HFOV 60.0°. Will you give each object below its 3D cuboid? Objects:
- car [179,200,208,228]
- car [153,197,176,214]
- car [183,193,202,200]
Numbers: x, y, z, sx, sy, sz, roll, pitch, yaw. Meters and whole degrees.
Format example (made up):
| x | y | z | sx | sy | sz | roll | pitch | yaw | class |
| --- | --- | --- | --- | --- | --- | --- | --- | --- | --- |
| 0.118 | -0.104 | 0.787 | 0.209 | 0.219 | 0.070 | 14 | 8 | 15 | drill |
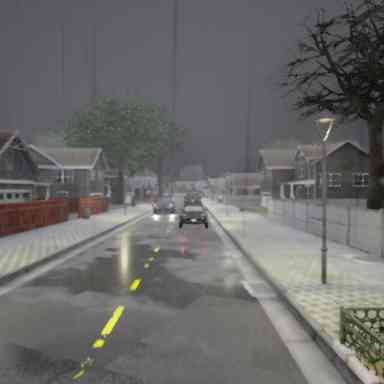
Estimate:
| x | y | z | sx | sy | sz | roll | pitch | yaw | class |
| --- | --- | --- | --- | --- | --- | --- | --- | --- | --- |
| 0.100 | 1.513 | 22.206 | 1.812 | 1.442 | 4.674 | 0 | 0 | 0 | car |
| -2.832 | 1.331 | 34.714 | 2.097 | 1.767 | 4.553 | 0 | 0 | 0 | car |
| 0.100 | 1.194 | 42.288 | 2.150 | 2.045 | 5.566 | 0 | 0 | 0 | car |
